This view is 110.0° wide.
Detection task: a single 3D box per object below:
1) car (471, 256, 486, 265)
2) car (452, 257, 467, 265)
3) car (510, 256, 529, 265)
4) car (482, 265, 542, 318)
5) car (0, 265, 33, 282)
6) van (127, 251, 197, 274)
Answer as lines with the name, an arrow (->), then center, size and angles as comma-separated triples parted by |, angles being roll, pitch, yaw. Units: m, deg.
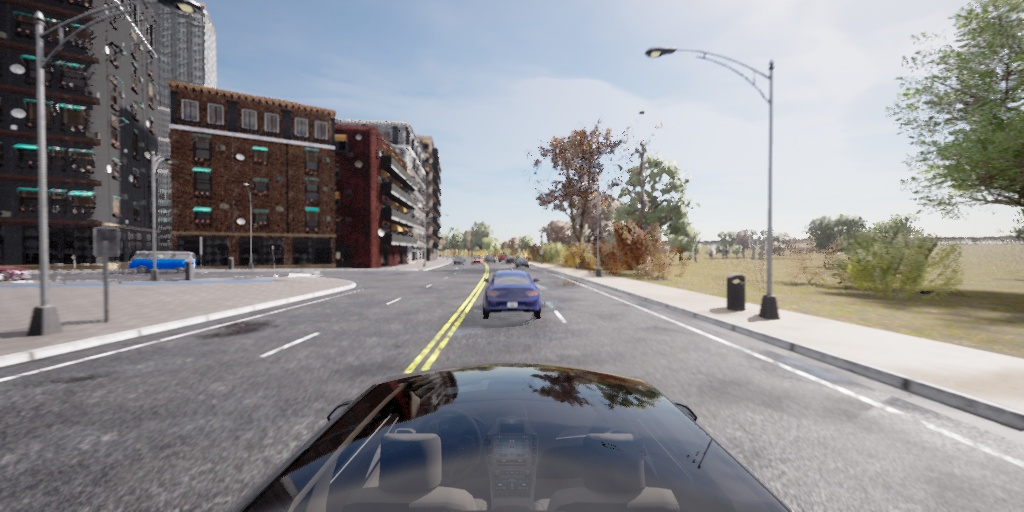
car -> -6.247, 0.730, 64.429 | 2.097, 1.767, 4.553 | 0, 0, -5
car -> -9.462, 0.889, 63.937 | 1.837, 1.490, 4.892 | 0, 1, -5
car -> 1.347, 0.989, 53.046 | 2.033, 1.411, 5.357 | 0, 0, -4
car -> -0.024, 1.213, 12.537 | 1.812, 1.442, 4.674 | 0, 0, -1
car -> -28.906, 0.782, 19.066 | 4.207, 1.307, 1.802 | 0, 0, -31
van -> -28.310, 0.505, 29.204 | 3.998, 1.789, 1.690 | 0, 0, -31
